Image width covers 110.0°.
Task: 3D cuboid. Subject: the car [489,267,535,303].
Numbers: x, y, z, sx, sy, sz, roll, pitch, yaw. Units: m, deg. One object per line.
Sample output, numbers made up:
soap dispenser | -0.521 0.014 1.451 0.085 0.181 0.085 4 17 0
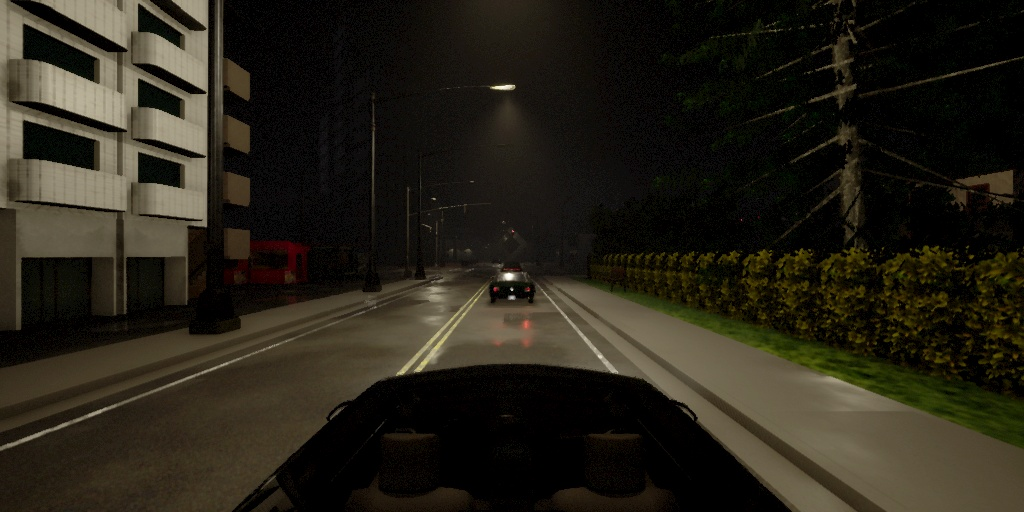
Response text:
car | 0.000 1.364 16.530 1.895 1.301 4.718 0 0 0

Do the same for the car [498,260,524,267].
car | 0.000 1.265 31.500 1.837 1.490 4.892 0 0 0
